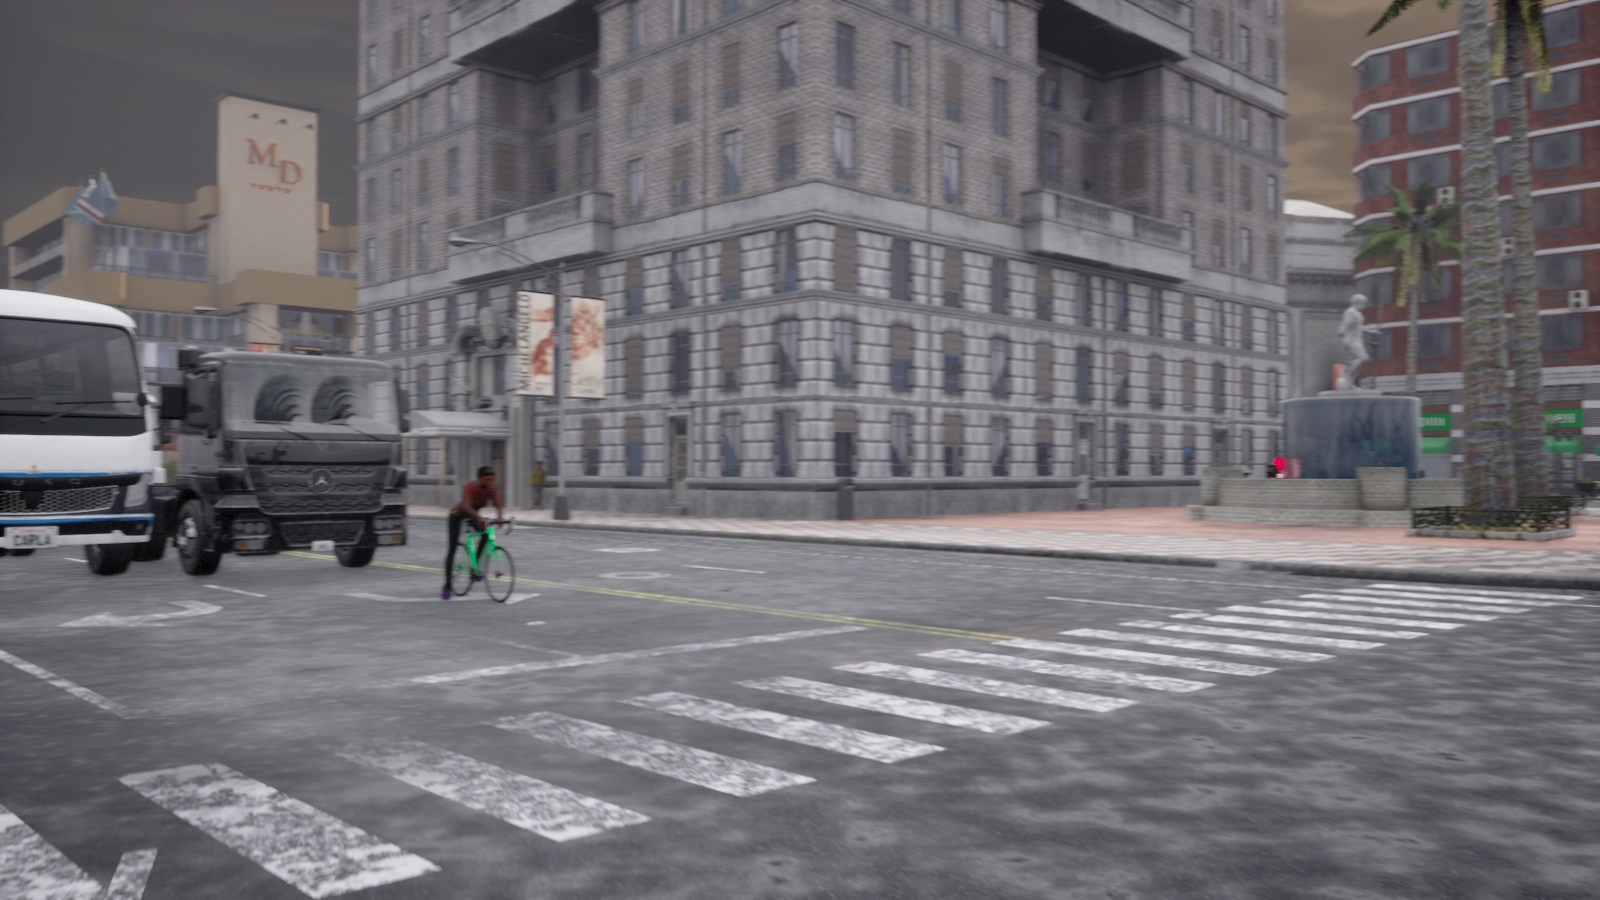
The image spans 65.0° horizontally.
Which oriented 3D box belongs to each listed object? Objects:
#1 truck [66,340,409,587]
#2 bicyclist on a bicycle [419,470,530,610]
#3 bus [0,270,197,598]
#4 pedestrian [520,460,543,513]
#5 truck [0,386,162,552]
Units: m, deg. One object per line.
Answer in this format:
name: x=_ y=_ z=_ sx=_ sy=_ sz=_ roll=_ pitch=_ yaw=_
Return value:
truck: x=-9.882 y=0.267 z=21.490 sx=2.891 sy=3.462 sz=7.936 roll=0 pitch=-1 yaw=-43
bicyclist on a bicycle: x=-3.992 y=1.055 z=15.348 sx=0.582 sy=1.620 sz=1.656 roll=0 pitch=-1 yaw=-44
bus: x=-13.605 y=-0.120 z=20.306 sx=3.944 sy=4.253 sz=10.273 roll=1 pitch=-1 yaw=-44
pedestrian: x=-9.537 y=1.293 z=44.626 sx=0.709 sy=1.840 sz=0.431 roll=-1 pitch=-1 yaw=41
truck: x=-18.141 y=0.473 z=30.084 sx=2.891 sy=3.462 sz=7.936 roll=1 pitch=-1 yaw=-44
